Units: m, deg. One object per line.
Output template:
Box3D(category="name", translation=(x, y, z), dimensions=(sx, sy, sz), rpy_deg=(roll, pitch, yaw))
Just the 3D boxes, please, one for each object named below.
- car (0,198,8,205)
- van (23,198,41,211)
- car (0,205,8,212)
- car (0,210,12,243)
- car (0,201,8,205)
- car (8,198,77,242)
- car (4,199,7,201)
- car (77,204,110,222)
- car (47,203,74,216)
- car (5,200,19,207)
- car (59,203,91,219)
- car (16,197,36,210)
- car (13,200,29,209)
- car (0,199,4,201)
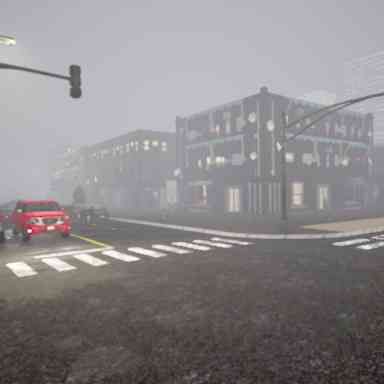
Box3D(category="car", translation=(-46.961, 2.350, 82.417), dimensions=(1.967, 1.590, 4.097), rpy_deg=(-2, 1, -35))
Box3D(category="van", translation=(-24.482, 1.848, 50.861), dimensions=(1.690, 1.788, 3.998), rpy_deg=(-2, 1, -35))
Box3D(category="car", translation=(-14.111, 1.916, 26.352), dimensions=(1.895, 1.301, 4.718), rpy_deg=(-1, 0, -36))
Box3D(category="car", translation=(-10.500, 1.811, 16.593), dimensions=(1.947, 1.339, 4.313), rpy_deg=(-2, 0, -35))
Box3D(category="car", translation=(-19.838, 1.991, 34.410), dimensions=(1.994, 1.385, 4.181), rpy_deg=(-1, 0, -36))
Box3D(category="car", translation=(-8.450, 1.425, 18.390), dimensions=(2.150, 2.045, 5.566), rpy_deg=(-1, 0, -35))
Box3D(category="car", translation=(-24.370, 1.861, 46.255), dimensions=(2.097, 1.767, 4.553), rpy_deg=(-1, 0, -36))
Box3D(category="car", translation=(-8.418, 1.750, 28.321), dimensions=(2.008, 1.369, 4.403), rpy_deg=(-2, 1, -35))
Box3D(category="car", translation=(-14.840, 1.907, 37.338), dimensions=(1.802, 1.307, 4.206), rpy_deg=(-2, 1, -35))
Box3D(category="car", translation=(-37.323, 2.305, 68.894), dimensions=(1.947, 1.339, 4.313), rpy_deg=(-2, 1, -35))
Box3D(category="car", translation=(-11.629, 1.844, 32.830), dimensions=(1.802, 1.307, 4.206), rpy_deg=(-2, 1, -35))
Box3D(category="car", translation=(-27.695, 1.881, 55.368), dimensions=(2.192, 1.841, 5.009), rpy_deg=(-2, 1, -35))
Box3D(category="car", translation=(-30.900, 2.169, 59.878), dimensions=(1.887, 1.381, 4.507), rpy_deg=(-2, 1, -35))
Box3D(category="car", translation=(-29.866, 2.211, 53.979), dimensions=(1.895, 1.301, 4.718), rpy_deg=(-1, 0, -35))
